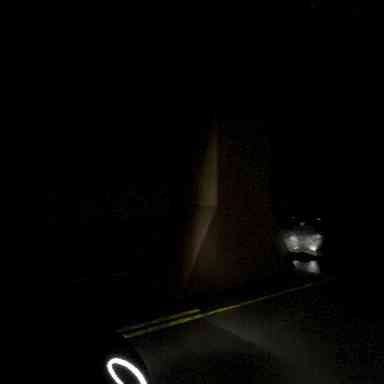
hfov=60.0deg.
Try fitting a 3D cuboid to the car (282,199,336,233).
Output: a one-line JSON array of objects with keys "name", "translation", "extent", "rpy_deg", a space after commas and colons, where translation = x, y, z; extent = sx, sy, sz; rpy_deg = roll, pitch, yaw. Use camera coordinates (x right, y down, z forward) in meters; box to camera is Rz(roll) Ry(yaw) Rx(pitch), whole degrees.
[{"name": "car", "translation": [7.614, 1.421, 19.437], "extent": [4.902, 1.511, 2.128], "rpy_deg": [0, 0, -45]}]

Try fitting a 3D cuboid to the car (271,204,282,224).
[{"name": "car", "translation": [4.845, 1.497, 21.623], "extent": [4.181, 1.385, 1.994], "rpy_deg": [0, 0, -44]}]

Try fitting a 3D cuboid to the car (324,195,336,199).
[{"name": "car", "translation": [24.849, 1.258, 58.374], "extent": [1.882, 1.535, 5.008], "rpy_deg": [0, 0, 0]}]

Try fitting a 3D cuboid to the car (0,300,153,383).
[{"name": "car", "translation": [-2.452, 1.356, 1.997], "extent": [4.553, 1.767, 2.097], "rpy_deg": [0, 0, -35]}]
